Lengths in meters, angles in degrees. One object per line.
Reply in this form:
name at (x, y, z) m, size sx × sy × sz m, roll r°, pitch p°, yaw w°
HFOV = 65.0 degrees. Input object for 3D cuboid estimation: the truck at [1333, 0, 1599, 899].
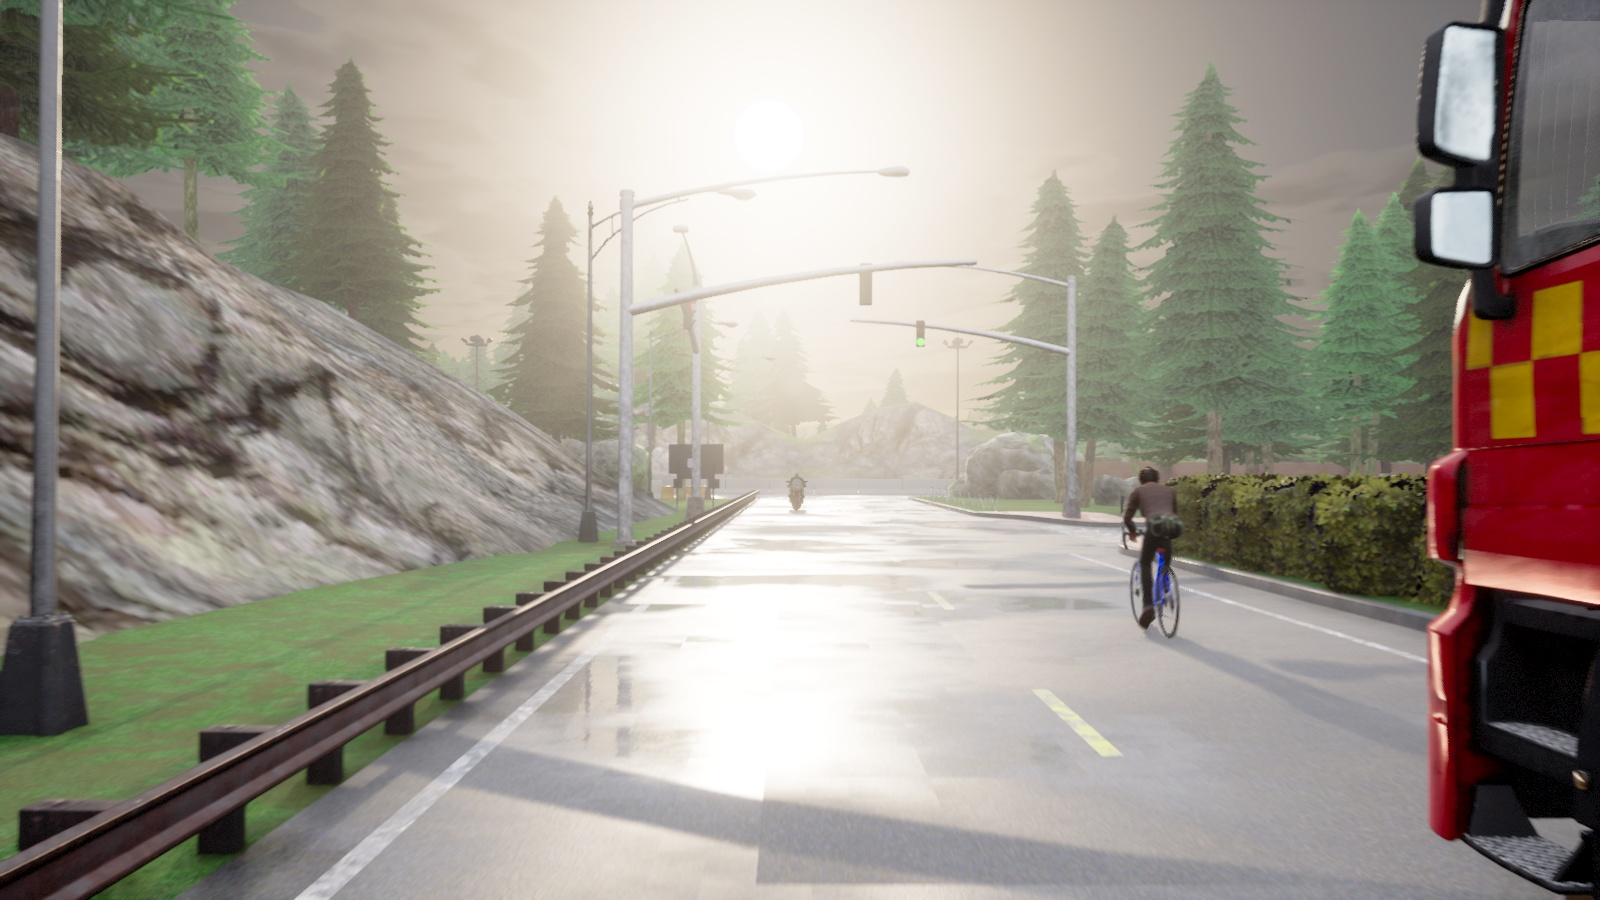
truck at (3.494, -0.355, 0.537) m, size 2.891 × 3.827 × 8.468 m, roll 0°, pitch -1°, yaw 0°

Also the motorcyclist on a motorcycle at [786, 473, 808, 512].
motorcyclist on a motorcycle at (-0.121, 1.690, 50.136) m, size 0.866 × 1.530 × 2.191 m, roll 0°, pitch -2°, yaw 0°

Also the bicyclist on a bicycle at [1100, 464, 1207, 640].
bicyclist on a bicycle at (3.469, 0.962, 12.455) m, size 0.582 × 1.620 × 1.656 m, roll 0°, pitch -1°, yaw 0°
